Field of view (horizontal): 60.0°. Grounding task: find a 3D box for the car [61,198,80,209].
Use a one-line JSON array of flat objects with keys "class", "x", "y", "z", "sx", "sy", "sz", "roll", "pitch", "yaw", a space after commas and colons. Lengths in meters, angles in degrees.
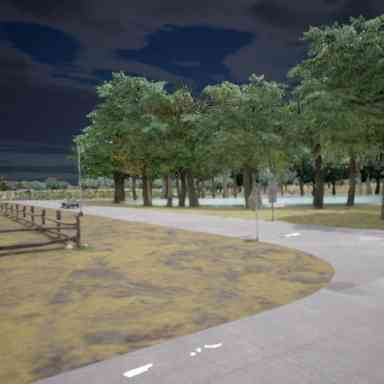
[{"class": "car", "x": -18.421, "y": 1.707, "z": 50.208, "sx": 1.837, "sy": 1.490, "sz": 4.892, "roll": -3, "pitch": 1, "yaw": -35}]
